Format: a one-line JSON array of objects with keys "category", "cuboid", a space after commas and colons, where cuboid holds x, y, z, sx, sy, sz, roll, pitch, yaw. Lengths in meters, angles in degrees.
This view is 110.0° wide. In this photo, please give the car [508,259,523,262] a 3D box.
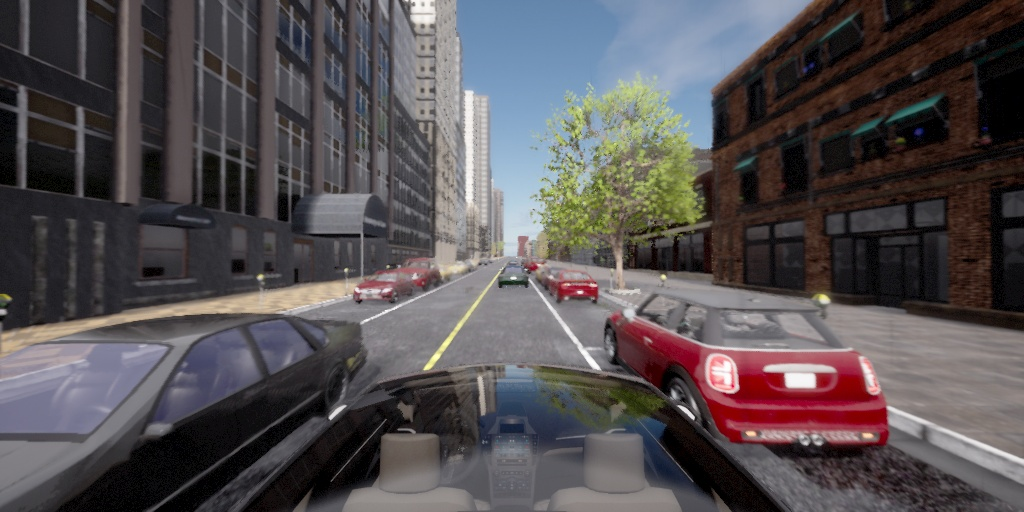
[{"category": "car", "cuboid": [0.097, 1.271, 46.691, 1.812, 1.442, 4.674, 0, 0, 0]}]

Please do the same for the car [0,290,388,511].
[{"category": "car", "cuboid": [-3.097, 1.298, 3.205, 2.033, 1.411, 5.357, 0, 0, 0]}]

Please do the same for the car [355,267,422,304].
[{"category": "car", "cuboid": [-5.690, 1.335, 16.389, 1.802, 1.307, 4.207, 0, 0, 0]}]

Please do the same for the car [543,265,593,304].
[{"category": "car", "cuboid": [2.691, 1.299, 16.392, 1.888, 1.381, 4.507, 0, 0, 0]}]

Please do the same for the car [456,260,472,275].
[{"category": "car", "cuboid": [-5.692, 1.274, 38.403, 1.751, 1.417, 4.829, 0, 0, 0]}]

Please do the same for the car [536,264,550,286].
[{"category": "car", "cuboid": [2.690, 1.335, 21.937, 1.802, 1.307, 4.207, 0, 0, 0]}]

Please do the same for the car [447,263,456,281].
[{"category": "car", "cuboid": [-5.691, 1.278, 27.311, 1.751, 1.417, 4.829, 0, 0, 0]}]

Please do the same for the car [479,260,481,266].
[{"category": "car", "cuboid": [-5.692, 1.269, 49.496, 1.751, 1.417, 4.829, 0, 0, 0]}]

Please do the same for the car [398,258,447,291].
[{"category": "car", "cuboid": [-5.691, 1.068, 21.935, 2.192, 1.841, 5.009, 0, 0, 0]}]

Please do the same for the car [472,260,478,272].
[{"category": "car", "cuboid": [-5.692, 1.312, 44.121, 1.948, 1.339, 4.313, 0, 0, 0]}]

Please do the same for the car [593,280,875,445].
[{"category": "car", "cuboid": [2.691, 1.191, 5.298, 1.967, 1.591, 4.097, 0, 0, 0]}]

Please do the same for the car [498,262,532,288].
[{"category": "car", "cuboid": [0.098, 1.317, 24.056, 1.994, 1.385, 4.181, 0, 0, 0]}]

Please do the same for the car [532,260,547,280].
[{"category": "car", "cuboid": [2.690, 1.278, 27.653, 1.751, 1.417, 4.829, 0, 0, 0]}]

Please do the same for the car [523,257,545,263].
[{"category": "car", "cuboid": [2.689, 1.064, 38.576, 2.192, 1.841, 5.009, 0, 0, 0]}]
